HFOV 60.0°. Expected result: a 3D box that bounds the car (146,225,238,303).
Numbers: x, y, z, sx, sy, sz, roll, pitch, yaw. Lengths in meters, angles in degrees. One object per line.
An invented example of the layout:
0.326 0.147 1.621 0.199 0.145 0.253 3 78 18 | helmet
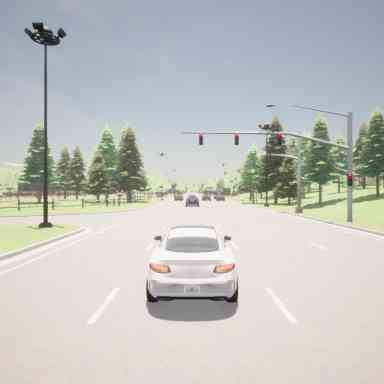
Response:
0.018 1.526 8.106 1.812 1.442 4.674 0 0 0 | car

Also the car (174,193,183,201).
-3.380 1.544 83.010 1.994 1.385 4.181 0 0 0 | car

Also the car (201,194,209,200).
3.634 1.372 93.037 2.033 1.411 5.357 0 0 0 | car

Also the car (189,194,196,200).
0.134 1.332 93.042 1.837 1.490 4.892 0 0 0 | car

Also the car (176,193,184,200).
-3.366 1.187 93.017 2.097 1.767 4.553 0 0 0 | car

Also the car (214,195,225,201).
7.119 1.517 82.612 2.128 1.511 4.902 0 0 0 | car

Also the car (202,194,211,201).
3.620 1.348 83.004 2.097 1.767 4.553 0 0 0 | car

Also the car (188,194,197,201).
0.120 1.348 83.009 2.097 1.767 4.553 0 0 0 | car

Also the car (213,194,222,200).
7.134 1.385 93.032 1.994 1.385 4.181 0 0 0 | car

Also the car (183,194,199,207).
0.075 1.352 51.979 2.097 1.767 4.553 0 0 0 | car
